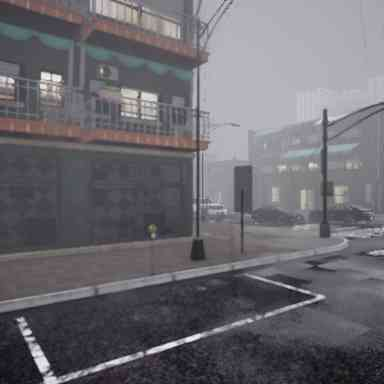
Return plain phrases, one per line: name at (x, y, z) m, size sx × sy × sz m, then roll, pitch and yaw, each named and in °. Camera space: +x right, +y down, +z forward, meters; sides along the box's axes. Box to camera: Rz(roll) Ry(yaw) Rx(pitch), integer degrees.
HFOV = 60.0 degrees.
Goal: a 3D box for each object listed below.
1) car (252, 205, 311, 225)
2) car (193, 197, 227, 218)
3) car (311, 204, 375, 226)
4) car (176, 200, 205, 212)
car at (6.648, 1.742, 25.878) m, size 1.994 × 1.385 × 4.181 m, roll 0°, pitch -1°, yaw -35°
car at (1.115, 1.513, 33.630) m, size 2.150 × 2.045 × 5.566 m, roll 0°, pitch -1°, yaw -35°
car at (11.031, 1.639, 24.894) m, size 2.128 × 1.511 × 4.902 m, roll 0°, pitch -1°, yaw -33°
car at (-0.222, 1.869, 45.485) m, size 1.967 × 1.590 × 4.097 m, roll -1°, pitch 0°, yaw -36°
